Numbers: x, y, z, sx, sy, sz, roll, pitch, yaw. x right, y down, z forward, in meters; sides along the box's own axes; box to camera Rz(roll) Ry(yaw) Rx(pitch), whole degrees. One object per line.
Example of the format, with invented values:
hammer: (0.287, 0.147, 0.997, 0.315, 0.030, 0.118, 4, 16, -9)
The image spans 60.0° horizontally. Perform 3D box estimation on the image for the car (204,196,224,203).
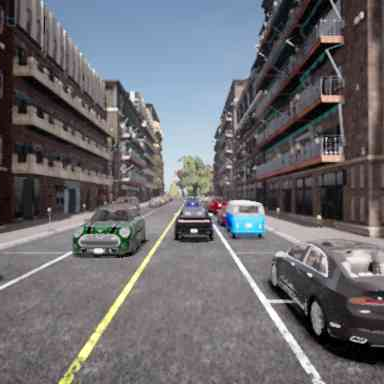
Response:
car: (2.697, 1.367, 34.606, 2.192, 1.841, 5.009, 1, 0, 0)

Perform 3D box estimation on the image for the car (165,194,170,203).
car: (-5.693, 1.645, 62.951, 1.887, 1.381, 4.507, 1, 0, 0)

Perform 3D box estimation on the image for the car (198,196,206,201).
car: (2.688, 1.721, 91.224, 1.947, 1.339, 4.313, 1, 0, 0)

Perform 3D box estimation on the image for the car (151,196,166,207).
car: (-5.691, 1.631, 51.628, 2.008, 1.369, 4.403, 1, 0, 0)

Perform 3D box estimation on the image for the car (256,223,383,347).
car: (2.700, 1.559, 6.297, 2.008, 1.369, 4.403, 1, 0, 0)

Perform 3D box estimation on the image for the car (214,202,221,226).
car: (2.696, 1.616, 23.282, 1.802, 1.307, 4.206, 1, 0, 0)

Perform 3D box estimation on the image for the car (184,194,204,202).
car: (0.091, 1.415, 41.092, 2.097, 1.767, 4.553, 0, 0, 0)

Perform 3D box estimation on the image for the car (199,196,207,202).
car: (2.685, 1.688, 85.561, 1.887, 1.381, 4.507, 1, 0, 0)

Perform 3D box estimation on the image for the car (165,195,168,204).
car: (-5.692, 1.615, 57.121, 1.752, 1.417, 4.829, 1, 0, 0)

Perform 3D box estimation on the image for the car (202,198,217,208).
car: (2.690, 1.631, 51.591, 2.008, 1.369, 4.403, 1, 0, 0)

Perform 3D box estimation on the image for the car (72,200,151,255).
car: (-3.102, 1.370, 13.317, 2.097, 1.767, 4.553, 0, 0, 0)

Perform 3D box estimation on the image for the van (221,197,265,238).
van: (2.700, 1.366, 17.621, 1.690, 1.788, 3.998, 1, 0, 0)

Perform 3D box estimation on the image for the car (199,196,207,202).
car: (2.684, 1.658, 80.071, 1.752, 1.417, 4.829, 1, 0, 0)

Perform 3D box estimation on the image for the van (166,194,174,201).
van: (-5.696, 1.485, 85.598, 1.690, 1.788, 3.998, 1, 0, 0)

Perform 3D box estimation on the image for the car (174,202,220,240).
car: (0.093, 1.517, 17.261, 2.128, 1.511, 4.902, 0, 0, 0)

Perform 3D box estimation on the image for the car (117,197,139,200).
car: (-5.682, 1.358, 28.982, 2.192, 1.841, 5.009, 1, 0, 0)

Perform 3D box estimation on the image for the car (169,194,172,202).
car: (-5.693, 1.551, 68.614, 1.967, 1.590, 4.097, 1, 0, 0)
